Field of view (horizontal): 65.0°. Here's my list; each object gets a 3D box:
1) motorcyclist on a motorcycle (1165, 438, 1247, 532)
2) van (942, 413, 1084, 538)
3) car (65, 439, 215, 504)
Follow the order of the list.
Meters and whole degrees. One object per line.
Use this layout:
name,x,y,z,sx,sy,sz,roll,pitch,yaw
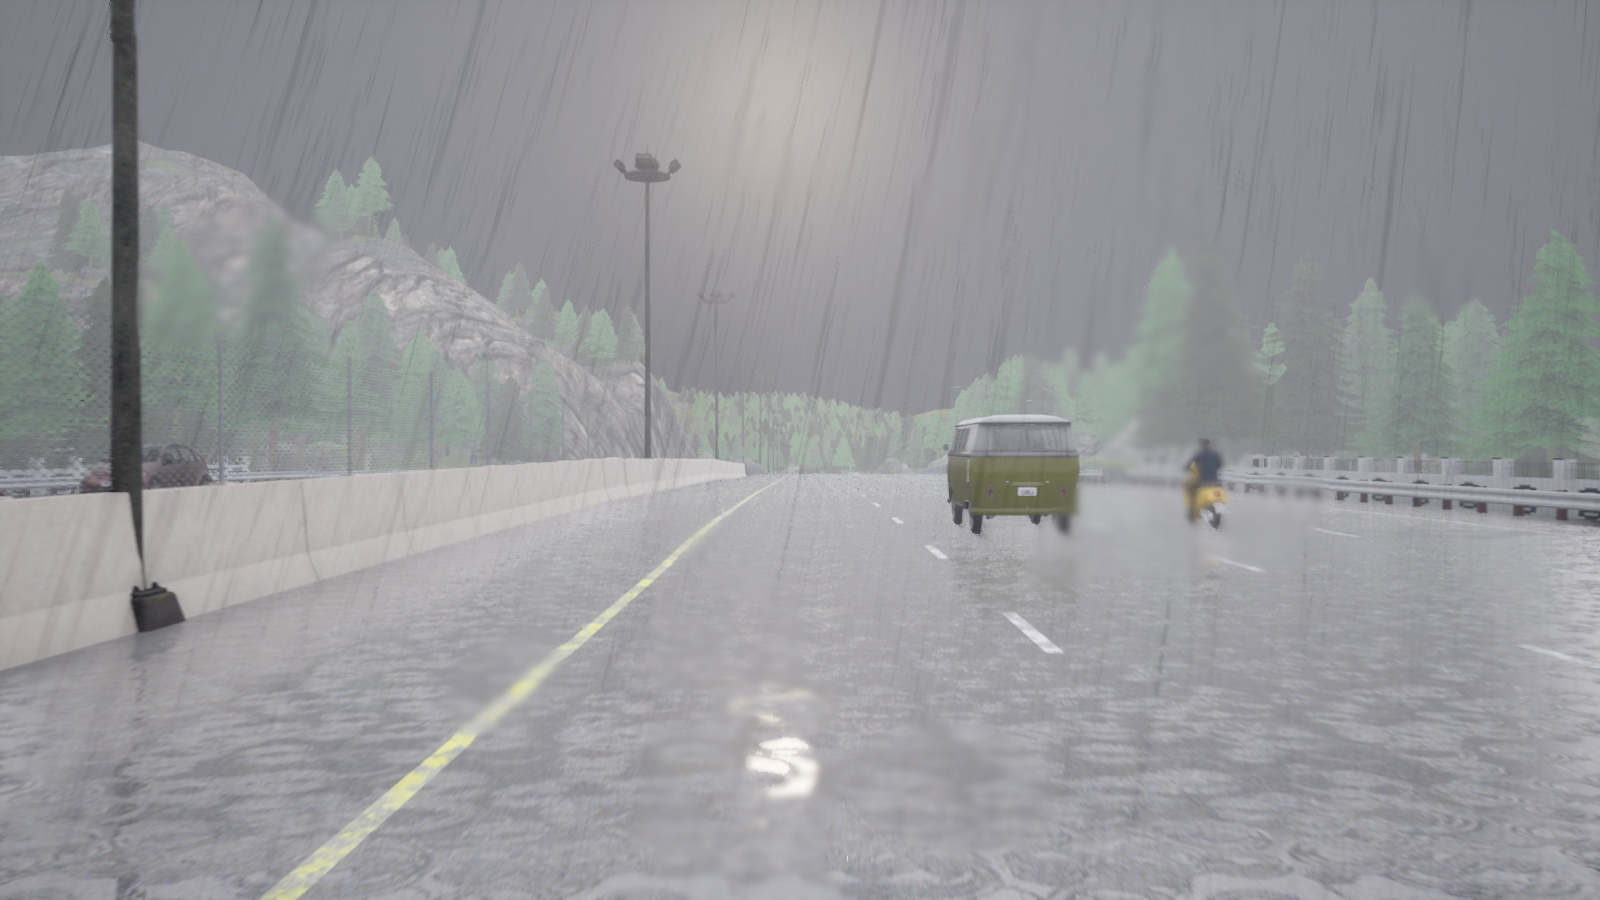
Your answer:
motorcyclist on a motorcycle,7.142,0.598,22.186,0.866,1.590,1.817,0,0,0
van,3.642,0.394,22.179,1.775,1.987,4.442,0,0,0
car,-17.296,0.538,33.131,1.851,1.617,3.988,0,0,0
